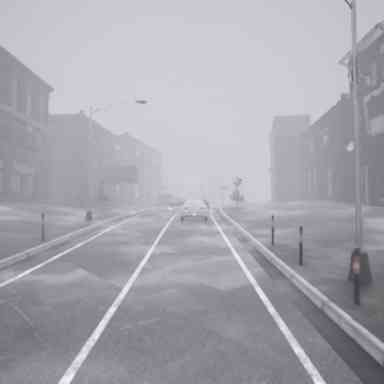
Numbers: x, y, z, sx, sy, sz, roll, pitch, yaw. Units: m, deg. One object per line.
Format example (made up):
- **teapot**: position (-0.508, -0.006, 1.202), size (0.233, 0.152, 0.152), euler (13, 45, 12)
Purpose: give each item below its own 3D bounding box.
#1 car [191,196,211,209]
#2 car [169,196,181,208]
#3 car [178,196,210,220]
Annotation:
- **car**: position (1.227, 1.277, 42.235), size (2.163, 1.488, 4.792), euler (-1, -1, 6)
- **car**: position (-1.803, 1.318, 43.830), size (1.837, 1.490, 4.892), euler (0, -1, 6)
- **car**: position (0.186, 1.228, 24.226), size (1.812, 1.442, 4.674), euler (0, 0, 1)
